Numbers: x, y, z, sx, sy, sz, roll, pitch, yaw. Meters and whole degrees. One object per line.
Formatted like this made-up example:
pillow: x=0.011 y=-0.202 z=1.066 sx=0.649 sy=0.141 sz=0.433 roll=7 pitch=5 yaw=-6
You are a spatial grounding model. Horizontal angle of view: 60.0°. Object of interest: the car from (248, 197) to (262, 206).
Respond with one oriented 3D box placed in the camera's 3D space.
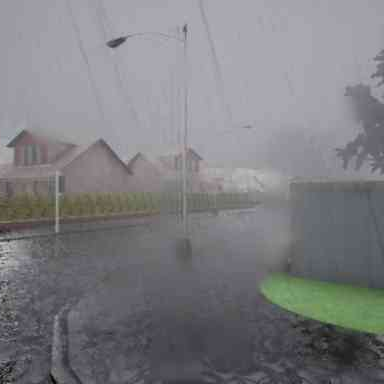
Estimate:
car: x=7.370 y=1.278 z=48.496 sx=5.357 sy=1.415 sz=2.033 roll=0 pitch=0 yaw=38
